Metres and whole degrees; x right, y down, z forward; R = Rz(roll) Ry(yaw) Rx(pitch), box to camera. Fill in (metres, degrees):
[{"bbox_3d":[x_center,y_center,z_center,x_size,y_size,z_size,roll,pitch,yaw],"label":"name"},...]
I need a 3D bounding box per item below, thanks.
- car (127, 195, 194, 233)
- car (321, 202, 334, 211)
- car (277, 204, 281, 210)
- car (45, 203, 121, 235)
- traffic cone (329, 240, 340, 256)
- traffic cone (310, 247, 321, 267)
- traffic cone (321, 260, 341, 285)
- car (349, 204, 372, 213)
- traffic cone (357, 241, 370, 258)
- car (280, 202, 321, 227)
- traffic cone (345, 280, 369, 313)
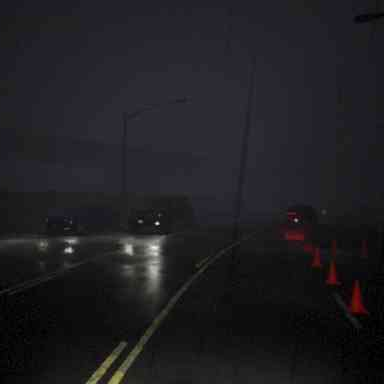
[{"bbox_3d":[-1.701,1.240,20.242,2.150,2.045,5.566,1,0,22],"label":"car"},{"bbox_3d":[22.561,2.509,56.491,4.674,1.442,1.812,4,-3,-45],"label":"car"},{"bbox_3d":[15.777,2.315,54.469,1.895,1.301,4.718,0,-2,42],"label":"car"},{"bbox_3d":[-5.960,1.427,18.782,1.882,1.535,5.008,1,0,20],"label":"car"},{"bbox_3d":[5.262,2.050,12.261,0.340,0.580,0.340,1,0,10],"label":"traffic cone"},{"bbox_3d":[3.929,2.029,10.463,0.340,0.580,0.340,1,0,10],"label":"traffic cone"},{"bbox_3d":[3.581,2.023,8.493,0.340,0.580,0.340,1,0,10],"label":"traffic cone"},{"bbox_3d":[24.638,2.385,48.426,1.895,1.301,4.718,0,-3,43],"label":"car"},{"bbox_3d":[6.246,2.064,12.086,0.340,0.580,0.340,1,0,10],"label":"traffic cone"},{"bbox_3d":[8.145,1.671,24.654,1.837,1.490,4.892,0,-1,26],"label":"car"},{"bbox_3d":[3.234,2.017,6.525,0.340,0.580,0.340,1,0,10],"label":"traffic cone"}]
